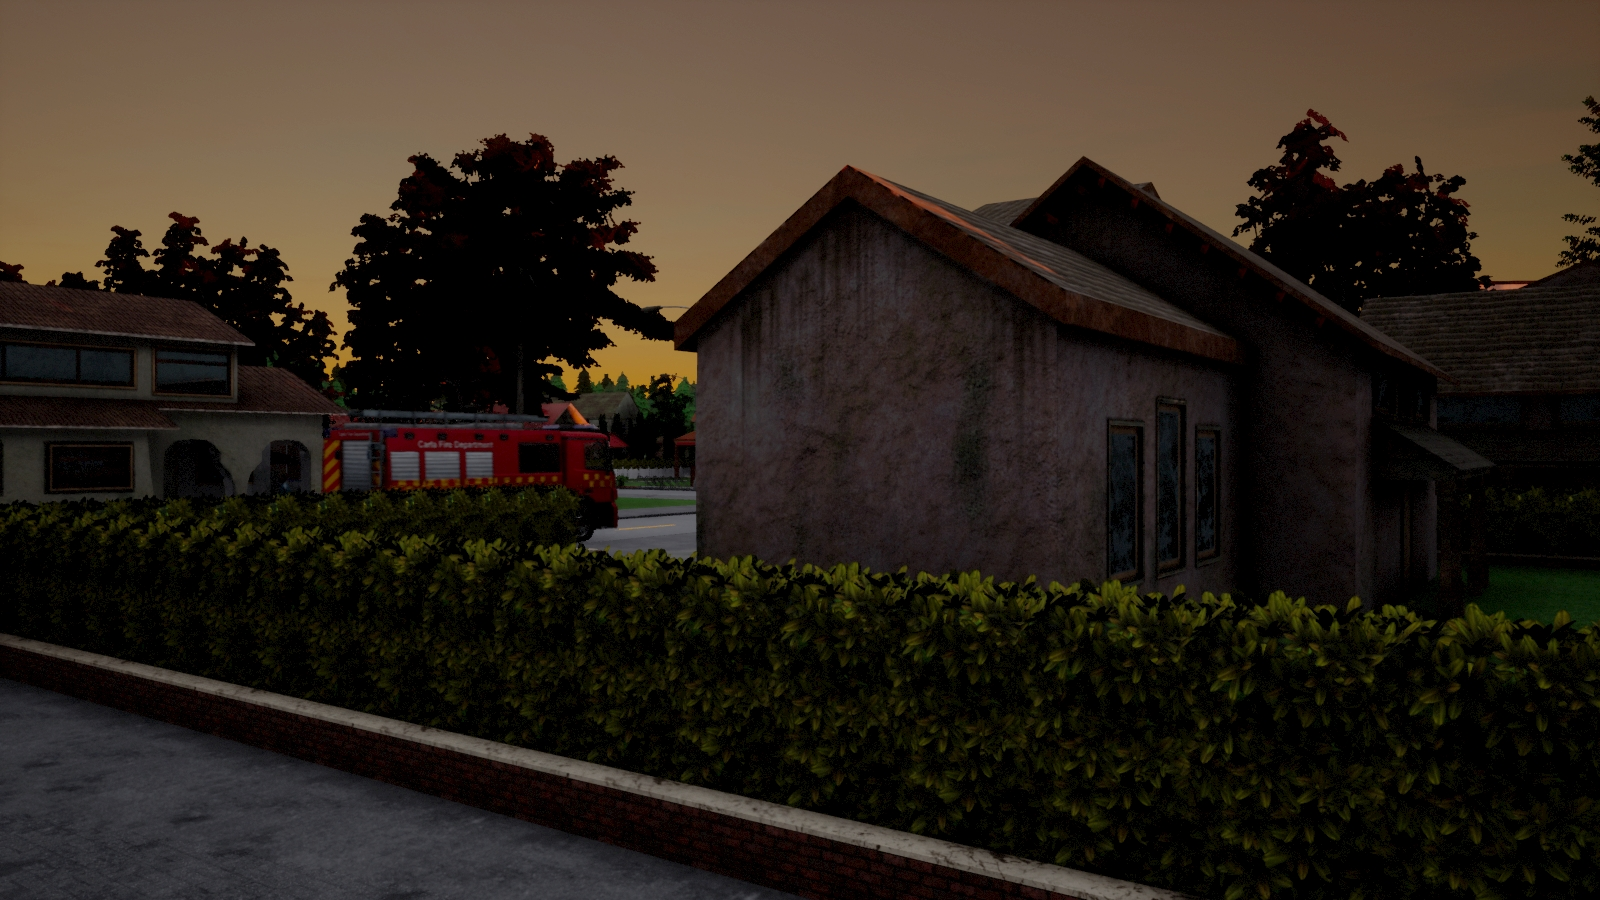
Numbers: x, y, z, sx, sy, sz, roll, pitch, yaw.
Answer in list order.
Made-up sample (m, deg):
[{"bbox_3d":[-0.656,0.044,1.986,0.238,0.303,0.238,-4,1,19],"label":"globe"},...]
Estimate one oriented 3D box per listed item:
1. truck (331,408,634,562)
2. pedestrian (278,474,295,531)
[{"bbox_3d":[-8.731,0.880,32.685,2.891,3.827,8.468,0,0,35],"label":"truck"},{"bbox_3d":[-16.940,1.733,37.699,0.375,1.860,0.375,0,0,43],"label":"pedestrian"}]
